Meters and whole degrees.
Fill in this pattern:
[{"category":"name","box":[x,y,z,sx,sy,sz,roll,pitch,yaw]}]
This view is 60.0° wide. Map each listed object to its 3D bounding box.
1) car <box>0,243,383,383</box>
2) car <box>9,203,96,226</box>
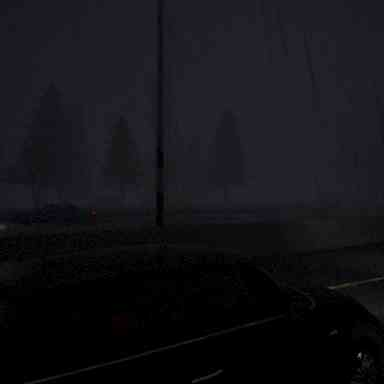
[{"category":"car","box":[-0.005,1.346,3.436,4.553,1.767,2.097,0,0,-34]},{"category":"car","box":[-9.360,1.484,22.649,5.357,1.411,2.033,0,0,-32]}]
